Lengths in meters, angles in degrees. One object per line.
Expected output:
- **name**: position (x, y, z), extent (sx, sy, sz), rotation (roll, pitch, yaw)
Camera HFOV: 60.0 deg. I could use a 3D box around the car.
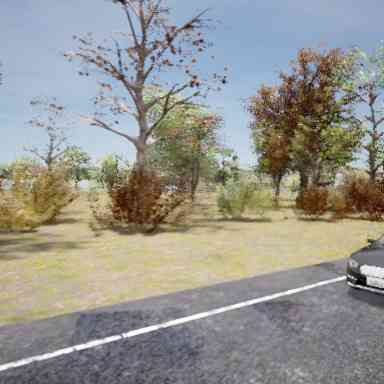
- **car**: position (5.679, 1.566, 8.117), extent (4.902, 1.511, 2.128), rotation (1, 0, -36)
